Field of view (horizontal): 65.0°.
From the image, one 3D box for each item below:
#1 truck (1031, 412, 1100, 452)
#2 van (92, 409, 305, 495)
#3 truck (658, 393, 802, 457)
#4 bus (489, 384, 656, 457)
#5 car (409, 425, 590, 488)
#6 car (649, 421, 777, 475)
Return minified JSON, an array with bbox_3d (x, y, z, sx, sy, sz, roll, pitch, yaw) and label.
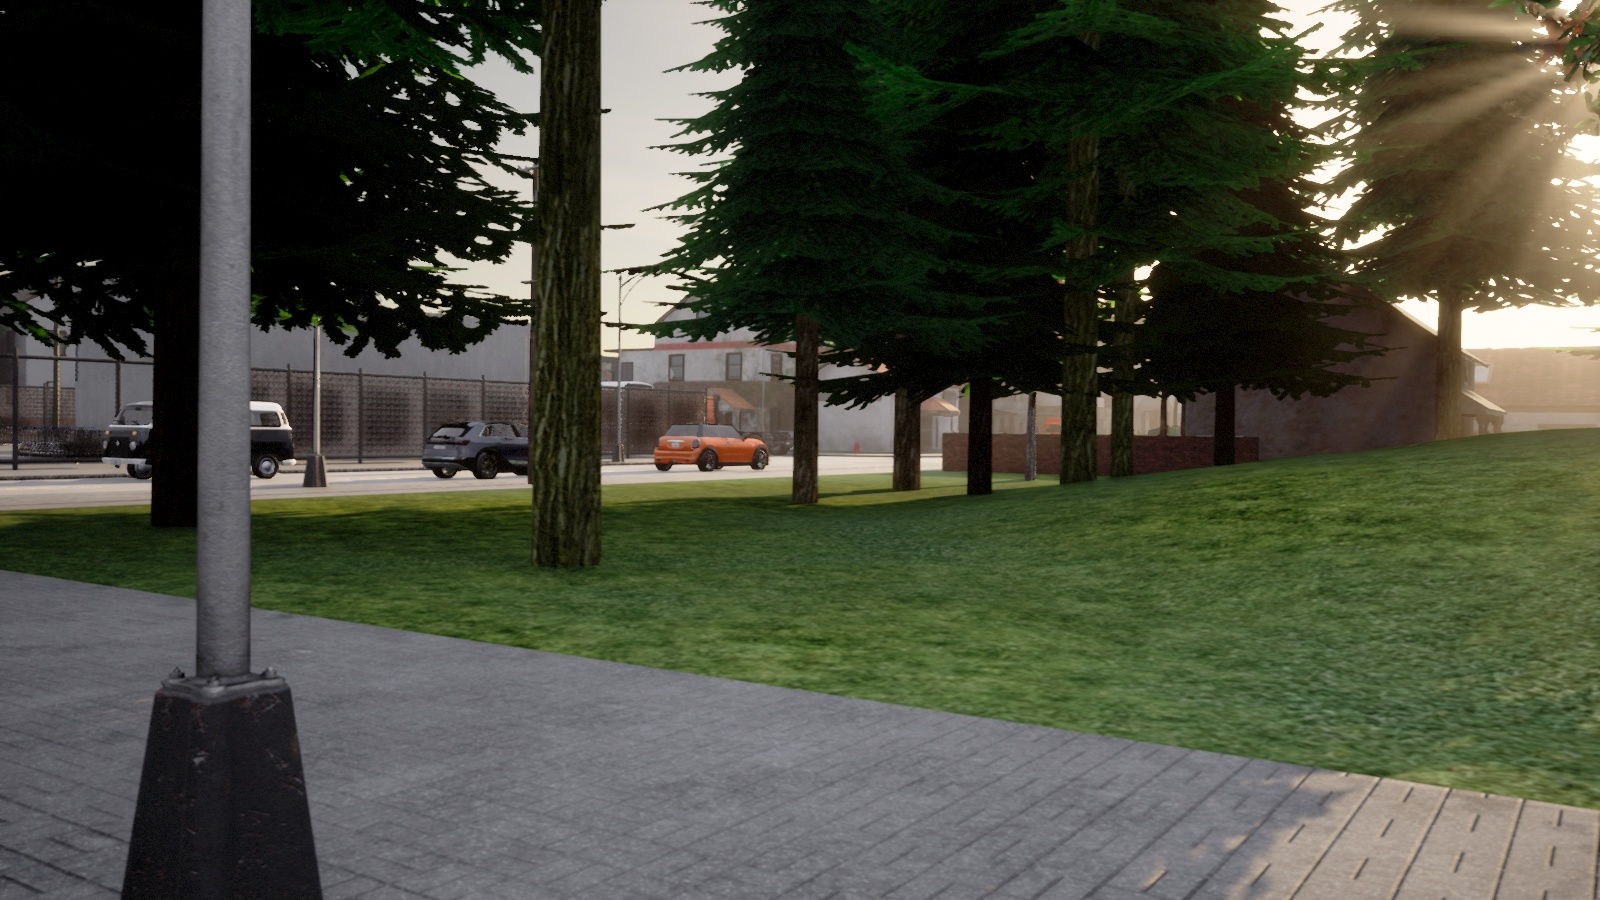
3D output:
[{"bbox_3d":[17.147,-1.157,80.945,2.627,2.467,5.204,0,1,33],"label":"truck"},{"bbox_3d":[-15.284,0.015,32.128,2.069,2.038,4.480,0,1,32],"label":"van"},{"bbox_3d":[-4.006,-1.384,71.147,7.936,3.462,2.891,0,1,33],"label":"truck"},{"bbox_3d":[-14.185,-1.835,77.858,10.273,4.253,3.944,1,1,33],"label":"bus"},{"bbox_3d":[-8.330,0.132,35.301,2.033,1.649,4.856,0,1,34],"label":"car"},{"bbox_3d":[-2.946,-0.099,43.395,2.097,1.767,4.553,0,1,33],"label":"car"}]
